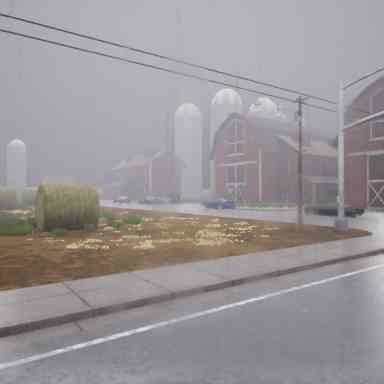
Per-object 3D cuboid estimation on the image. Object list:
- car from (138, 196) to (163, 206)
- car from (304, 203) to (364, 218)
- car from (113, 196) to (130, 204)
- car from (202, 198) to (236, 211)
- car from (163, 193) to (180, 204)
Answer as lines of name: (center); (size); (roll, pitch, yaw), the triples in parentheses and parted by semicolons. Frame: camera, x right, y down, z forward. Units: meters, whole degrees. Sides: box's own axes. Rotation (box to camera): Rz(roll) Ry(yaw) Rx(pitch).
car: (-7.272, 1.475, 55.228); (1.812, 1.442, 4.674); (-1, -1, -37)
car: (12.211, 1.566, 28.963); (1.895, 1.301, 4.718); (0, 0, -37)
car: (-13.452, 1.499, 63.602); (1.812, 1.442, 4.674); (0, 0, -36)
car: (3.215, 1.451, 41.110); (1.882, 1.535, 5.008); (0, 0, -36)
car: (-3.979, 1.118, 57.640); (3.866, 1.878, 1.905); (-2, 5, 11)
